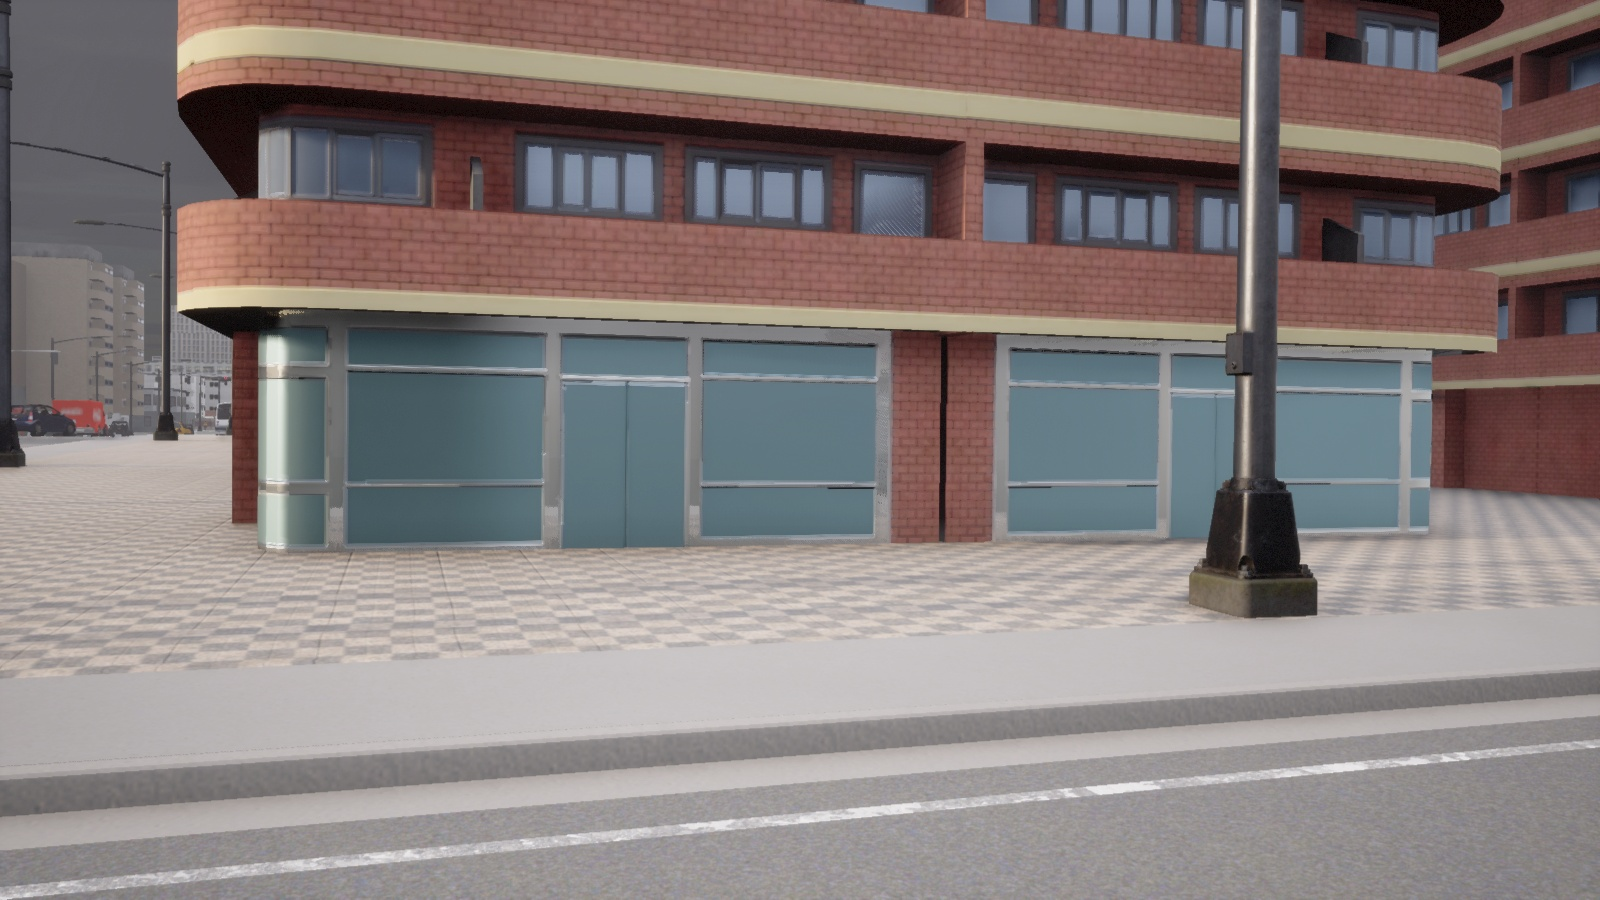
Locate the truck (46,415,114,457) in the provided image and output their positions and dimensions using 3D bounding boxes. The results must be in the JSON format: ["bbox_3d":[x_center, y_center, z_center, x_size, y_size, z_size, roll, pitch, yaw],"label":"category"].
[{"bbox_3d":[-45.182,-0.850,78.960,2.627,2.467,5.204,-1,-1,-17],"label":"truck"}]

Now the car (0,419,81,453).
[{"bbox_3d":[-38.650,-0.691,63.783,1.851,1.617,3.988,-1,0,1],"label":"car"}]
